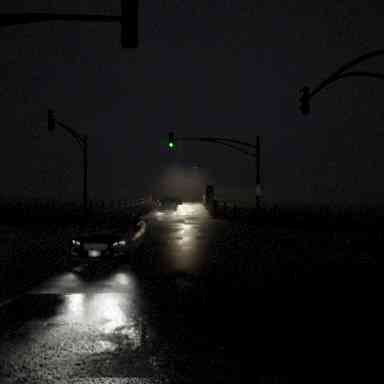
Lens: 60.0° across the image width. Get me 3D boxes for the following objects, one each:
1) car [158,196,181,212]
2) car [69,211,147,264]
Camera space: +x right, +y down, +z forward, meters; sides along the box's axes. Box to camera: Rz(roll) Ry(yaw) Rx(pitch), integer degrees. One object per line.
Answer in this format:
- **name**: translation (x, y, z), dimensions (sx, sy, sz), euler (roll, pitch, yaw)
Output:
- **car**: translation (-2.752, 1.361, 38.584), dimensions (2.097, 1.767, 4.553), euler (0, 0, 0)
- **car**: translation (-2.738, 1.467, 11.779), dimensions (2.128, 1.511, 4.902), euler (1, 0, 0)
